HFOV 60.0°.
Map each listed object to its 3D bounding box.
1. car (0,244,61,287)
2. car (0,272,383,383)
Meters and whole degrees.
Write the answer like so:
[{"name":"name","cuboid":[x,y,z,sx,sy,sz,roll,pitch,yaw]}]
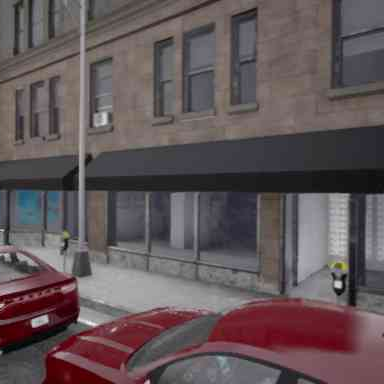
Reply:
[{"name":"car","cuboid":[-3.815,1.582,5.691,4.507,1.381,1.887,0,1,36]},{"name":"car","cuboid":[0.656,1.550,2.479,4.507,1.381,1.887,0,1,36]}]
